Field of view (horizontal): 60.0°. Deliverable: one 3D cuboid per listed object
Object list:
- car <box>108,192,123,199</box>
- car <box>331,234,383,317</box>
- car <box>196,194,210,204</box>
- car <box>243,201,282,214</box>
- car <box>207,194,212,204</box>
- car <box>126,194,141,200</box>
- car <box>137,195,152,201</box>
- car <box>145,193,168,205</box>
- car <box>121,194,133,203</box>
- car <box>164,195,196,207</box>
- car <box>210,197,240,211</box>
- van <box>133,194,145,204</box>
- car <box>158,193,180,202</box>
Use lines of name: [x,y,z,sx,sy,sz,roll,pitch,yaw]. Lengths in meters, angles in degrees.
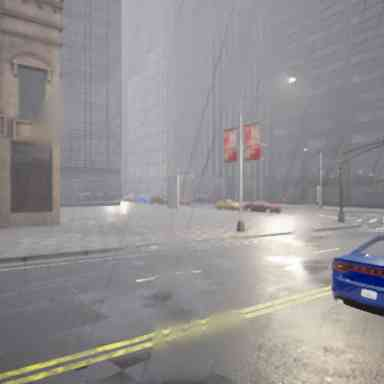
car: [-21.184,0.845,92.355,2.192,1.841,5.009,1,0,-36]
car: [4.960,1.555,6.952,5.008,1.535,1.882,0,0,-35]
car: [1.766,1.240,60.367,2.192,1.841,5.009,1,0,-36]
car: [7.951,1.680,37.118,1.887,1.381,4.507,0,0,-36]
car: [5.042,1.542,55.797,1.947,1.339,4.313,0,0,-36]
car: [-14.629,1.191,83.217,1.887,1.381,4.507,1,0,-36]
car: [-11.351,1.286,78.647,1.802,1.307,4.206,1,0,-36]
car: [-5.162,1.256,55.398,2.192,1.841,5.009,1,0,-36]
car: [-11.723,1.385,64.539,2.008,1.369,4.403,1,0,-36]
car: [-1.886,1.537,50.829,1.887,1.381,4.507,0,0,-36]
car: [4.771,1.616,41.550,1.752,1.417,4.829,0,0,-36]
van: [-8.441,1.229,59.969,1.690,1.788,3.998,1,0,-36]
car: [-4.791,1.133,69.506,2.192,1.841,5.009,1,0,-36]
